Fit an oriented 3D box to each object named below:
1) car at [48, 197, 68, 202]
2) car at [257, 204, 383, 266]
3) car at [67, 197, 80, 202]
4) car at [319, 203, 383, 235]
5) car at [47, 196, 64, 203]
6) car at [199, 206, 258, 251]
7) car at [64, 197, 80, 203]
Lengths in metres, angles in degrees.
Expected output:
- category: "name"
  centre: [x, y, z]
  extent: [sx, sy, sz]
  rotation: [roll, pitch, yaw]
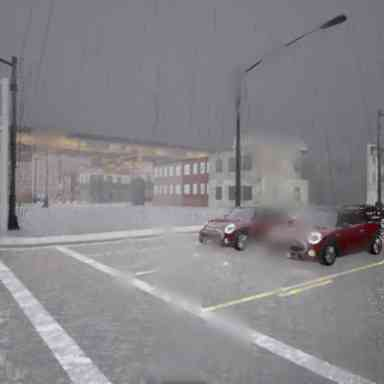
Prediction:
- category: "car"
  centre: [-32.967, 1.807, 81.886]
  extent: [4.536, 1.218, 1.853]
  rotation: [0, -1, 24]
- category: "car"
  centre: [4.783, 1.395, 11.878]
  extent: [4.553, 1.767, 2.097]
  rotation: [0, 0, -36]
- category: "car"
  centre: [-29.197, 1.830, 82.047]
  extent: [1.853, 1.218, 4.536]
  rotation: [0, 0, -6]
- category: "car"
  centre: [9.866, 1.520, 19.968]
  extent: [4.892, 1.490, 1.837]
  rotation: [-1, 0, -36]
- category: "car"
  centre: [-32.920, 1.964, 81.864]
  extent: [4.974, 1.542, 2.038]
  rotation: [0, -1, 24]
- category: "car"
  centre: [2.508, 1.410, 14.547]
  extent: [4.553, 1.767, 2.097]
  rotation: [0, 0, -36]
- category: "car"
  centre: [-29.192, 1.987, 81.994]
  extent: [2.038, 1.542, 4.974]
  rotation: [0, 0, -6]
